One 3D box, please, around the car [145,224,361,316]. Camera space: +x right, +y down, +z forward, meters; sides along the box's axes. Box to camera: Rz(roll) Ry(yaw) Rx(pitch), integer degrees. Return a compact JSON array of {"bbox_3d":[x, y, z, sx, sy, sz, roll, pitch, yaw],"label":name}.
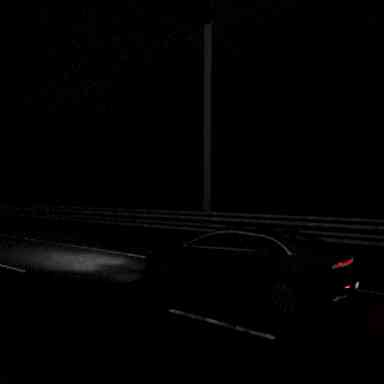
[{"bbox_3d":[1.067,1.489,7.533,4.902,1.511,2.128,0,0,36],"label":"car"}]
